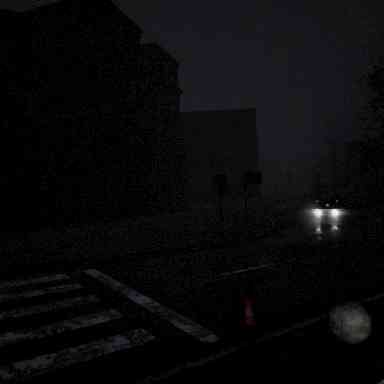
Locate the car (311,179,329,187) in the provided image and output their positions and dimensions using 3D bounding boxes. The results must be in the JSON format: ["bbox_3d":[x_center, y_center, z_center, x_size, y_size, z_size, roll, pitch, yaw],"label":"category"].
[{"bbox_3d":[22.597,-1.512,58.891,1.882,1.535,5.008,-3,1,4],"label":"car"}]

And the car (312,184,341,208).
[{"bbox_3d":[11.223,0.443,27.604,2.033,1.411,5.357,-3,3,22],"label":"car"}]

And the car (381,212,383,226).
[{"bbox_3d":[10.477,0.868,13.747,2.097,1.767,4.553,-5,3,-30],"label":"car"}]
